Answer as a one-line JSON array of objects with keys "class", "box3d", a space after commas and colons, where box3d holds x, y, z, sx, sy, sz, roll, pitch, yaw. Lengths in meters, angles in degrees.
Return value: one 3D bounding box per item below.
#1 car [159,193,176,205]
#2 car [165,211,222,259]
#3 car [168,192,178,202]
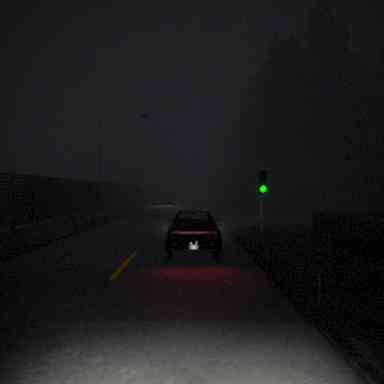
[{"class": "car", "box3d": [-4.163, 1.318, 53.753, 1.882, 1.535, 5.008, 0, 0, 0]}, {"class": "car", "box3d": [0.059, 1.454, 12.509, 2.128, 1.511, 4.902, 0, 0, 0]}, {"class": "car", "box3d": [-4.123, 1.020, 69.305, 2.150, 2.045, 5.566, 0, 0, 0]}]
